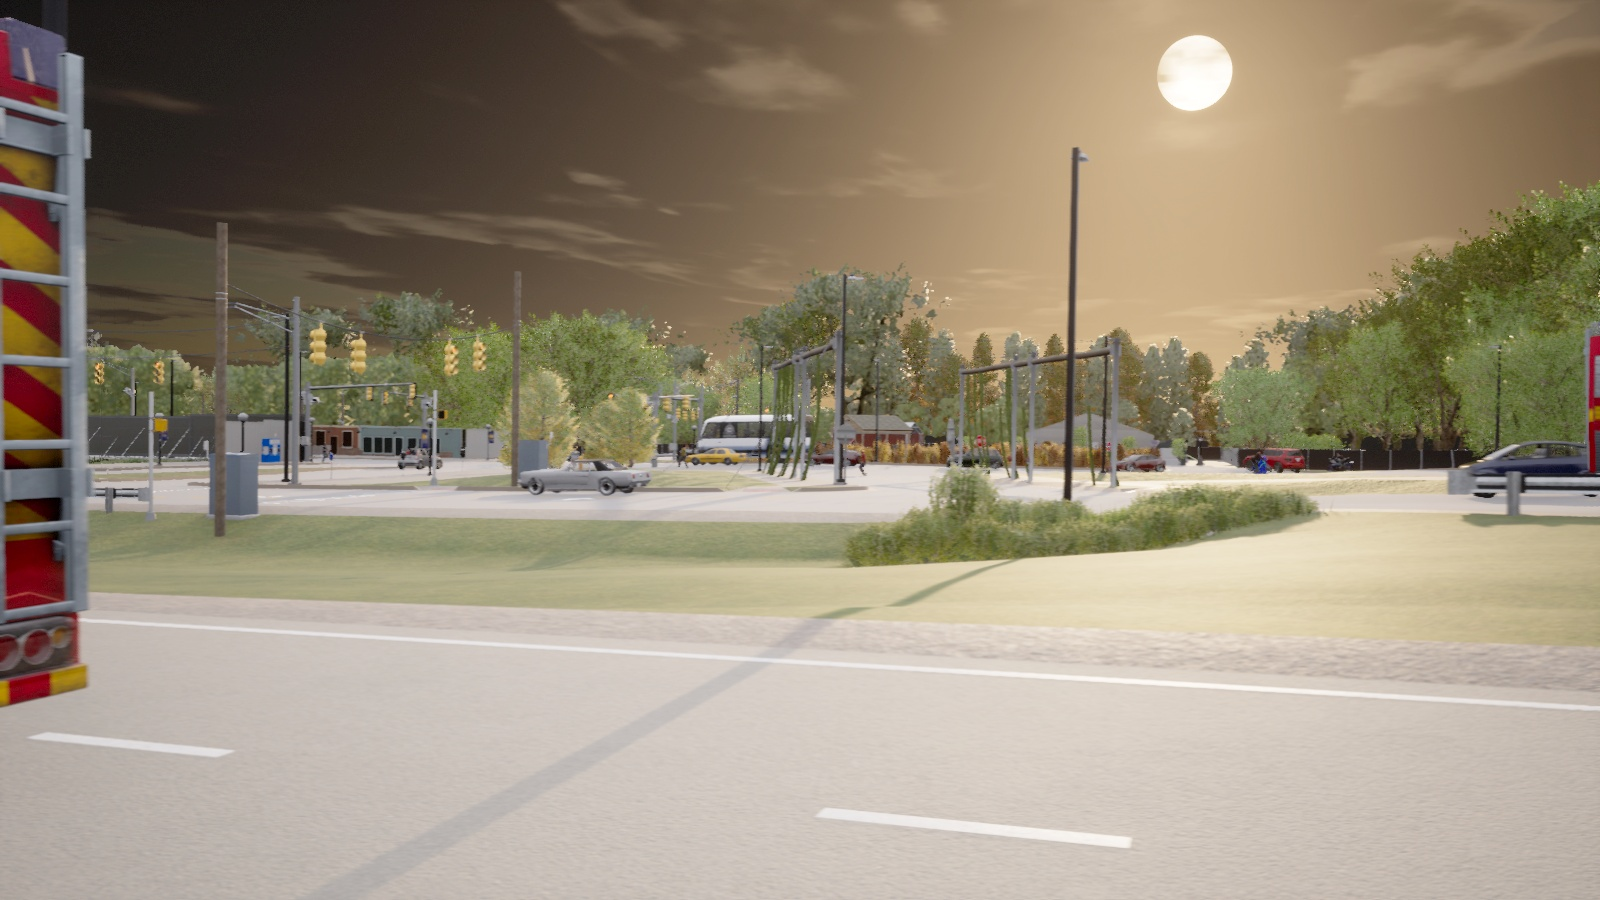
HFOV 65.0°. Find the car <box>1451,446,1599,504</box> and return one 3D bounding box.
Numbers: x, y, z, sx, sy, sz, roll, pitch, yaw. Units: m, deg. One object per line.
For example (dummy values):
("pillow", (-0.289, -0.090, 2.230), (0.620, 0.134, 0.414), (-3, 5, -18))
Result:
("car", (20.463, 0.698, 35.239), (3.705, 1.549, 1.789), (-1, 0, 21))

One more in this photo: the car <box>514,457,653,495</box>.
("car", (-7.971, 0.935, 46.354), (4.718, 1.301, 1.895), (0, 1, 18))

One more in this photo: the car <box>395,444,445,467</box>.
("car", (-28.680, 0.420, 94.876), (1.851, 1.617, 3.988), (1, 0, 14))

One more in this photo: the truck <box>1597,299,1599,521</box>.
("truck", (16.496, -0.750, 18.120), (2.891, 3.827, 8.468), (1, -1, -19))

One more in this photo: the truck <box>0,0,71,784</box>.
("truck", (-7.880, -0.465, 5.828), (8.468, 3.827, 2.891), (1, 1, 19))
